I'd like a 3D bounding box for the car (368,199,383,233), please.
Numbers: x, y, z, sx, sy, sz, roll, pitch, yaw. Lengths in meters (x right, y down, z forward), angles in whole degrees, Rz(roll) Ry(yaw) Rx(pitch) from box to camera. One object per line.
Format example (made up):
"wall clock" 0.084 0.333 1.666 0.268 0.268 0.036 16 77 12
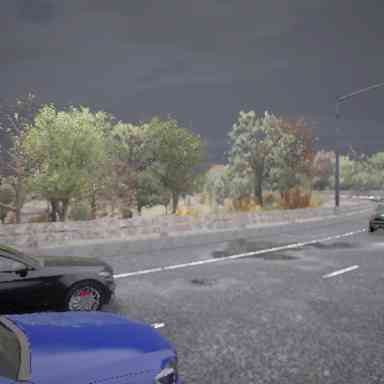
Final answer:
"car" 12.197 1.466 19.773 2.097 1.767 4.553 0 0 43

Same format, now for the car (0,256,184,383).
"car" -2.231 1.523 2.246 4.674 1.442 1.812 0 0 -36

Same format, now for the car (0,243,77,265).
"car" -3.627 1.528 5.573 4.674 1.442 1.812 0 0 -36
